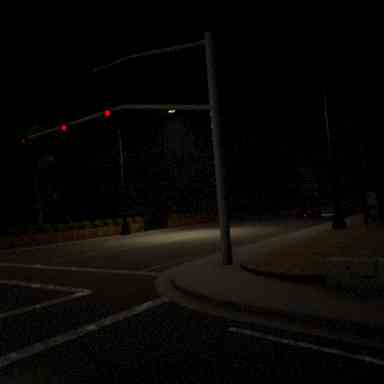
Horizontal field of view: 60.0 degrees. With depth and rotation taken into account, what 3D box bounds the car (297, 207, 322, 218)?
[{"bbox_3d":[15.664,2.681,44.081,1.895,1.301,4.718,-7,-4,37],"label":"car"}]
